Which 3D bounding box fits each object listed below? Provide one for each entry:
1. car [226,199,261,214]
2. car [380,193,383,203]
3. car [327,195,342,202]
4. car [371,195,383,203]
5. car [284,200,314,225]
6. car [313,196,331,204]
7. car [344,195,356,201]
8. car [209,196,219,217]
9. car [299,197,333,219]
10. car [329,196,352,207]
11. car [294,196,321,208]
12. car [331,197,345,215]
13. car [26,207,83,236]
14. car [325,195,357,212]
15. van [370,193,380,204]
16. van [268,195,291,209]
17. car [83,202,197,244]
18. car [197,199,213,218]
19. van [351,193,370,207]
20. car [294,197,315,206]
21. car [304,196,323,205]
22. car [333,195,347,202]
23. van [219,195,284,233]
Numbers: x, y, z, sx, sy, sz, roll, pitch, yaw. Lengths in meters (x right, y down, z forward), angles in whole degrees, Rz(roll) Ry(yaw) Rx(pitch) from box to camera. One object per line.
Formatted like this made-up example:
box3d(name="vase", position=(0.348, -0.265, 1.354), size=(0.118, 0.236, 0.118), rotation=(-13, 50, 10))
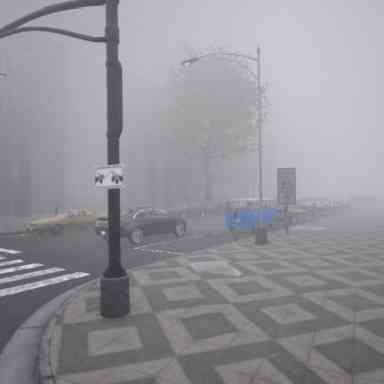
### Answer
box3d(name="car", position=(5.678, 1.528, 36.157), size=(2.008, 1.369, 4.403), rotation=(-1, 0, 36))
box3d(name="car", position=(31.947, 1.275, 58.067), size=(1.752, 1.417, 4.829), rotation=(-1, -1, 36))
box3d(name="car", position=(29.982, 1.432, 69.927), size=(2.008, 1.369, 4.403), rotation=(-1, -1, 36))
box3d(name="car", position=(35.011, 1.304, 62.322), size=(1.947, 1.339, 4.313), rotation=(-1, -1, 36))
box3d(name="car", position=(6.552, 1.421, 22.779), size=(1.947, 1.339, 4.313), rotation=(-1, 0, 36))
box3d(name="car", position=(24.215, 1.453, 61.914), size=(2.008, 1.369, 4.403), rotation=(-1, -1, 36))
box3d(name="car", position=(39.523, 1.401, 83.183), size=(2.008, 1.369, 4.403), rotation=(-1, -1, 36))
box3d(name="car", position=(2.585, 1.306, 31.865), size=(2.192, 1.841, 5.009), rotation=(-1, 0, 36))
box3d(name="car", position=(9.714, 1.385, 27.173), size=(1.887, 1.381, 4.507), rotation=(-1, 0, 36))
box3d(name="car", position=(21.800, 1.375, 48.698), size=(2.033, 1.411, 5.357), rotation=(-1, -1, 36))
box3d(name="car", position=(15.958, 1.386, 45.717), size=(2.128, 1.511, 4.902), rotation=(-1, -1, 36))
box3d(name="car", position=(12.877, 1.408, 31.567), size=(1.802, 1.307, 4.206), rotation=(-1, 0, 36))
box3d(name="car", position=(-6.786, 1.563, 18.849), size=(1.752, 1.417, 4.829), rotation=(-1, 0, 36))
box3d(name="car", position=(16.038, 1.363, 35.960), size=(2.008, 1.369, 4.403), rotation=(-1, 0, 36))
box3d(name="van", position=(28.684, 1.103, 53.537), size=(1.690, 1.788, 3.998), rotation=(-1, -1, 36))
box3d(name="van", position=(11.854, 1.291, 44.744), size=(1.690, 1.788, 3.998), rotation=(-1, 0, 36))
box3d(name="car", position=(-2.169, 1.428, 15.395), size=(2.128, 1.511, 4.902), rotation=(-1, -1, 36))
box3d(name="car", position=(-0.501, 1.550, 27.571), size=(1.887, 1.381, 4.507), rotation=(-1, 0, 36))
box3d(name="van", position=(22.359, 1.127, 44.749), size=(1.690, 1.788, 3.998), rotation=(-1, 0, 36))
box3d(name="car", position=(18.036, 1.491, 53.327), size=(1.947, 1.339, 4.313), rotation=(-1, 0, 36))
box3d(name="car", position=(21.026, 1.439, 57.483), size=(1.752, 1.417, 4.829), rotation=(-1, 0, 36))
box3d(name="car", position=(33.162, 1.415, 74.345), size=(1.887, 1.381, 4.507), rotation=(-1, -1, 36))
box3d(name="van", position=(3.387, 1.212, 18.387), size=(1.690, 1.788, 3.998), rotation=(-1, 0, 36))
